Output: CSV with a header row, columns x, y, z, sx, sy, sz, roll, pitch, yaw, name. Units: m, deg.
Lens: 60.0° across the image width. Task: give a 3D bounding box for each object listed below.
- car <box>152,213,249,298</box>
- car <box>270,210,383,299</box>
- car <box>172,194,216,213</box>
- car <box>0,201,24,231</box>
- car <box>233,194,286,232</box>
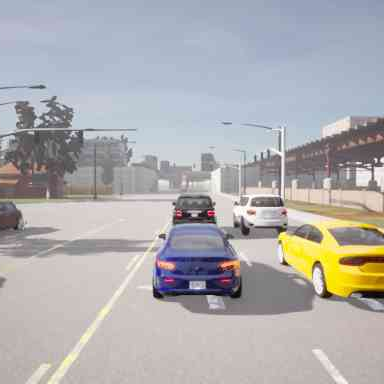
x,y,z,sx,sy,sz,roll,pitch,yaw,name
0.106,1.501,8.306,1.812,1.442,4.674,0,0,0,car
3.606,1.452,8.482,1.882,1.535,5.008,0,0,0,car
0.113,1.130,17.821,2.150,2.045,5.566,0,0,0,car
-10.551,1.268,16.831,2.097,1.767,4.553,0,0,0,car
3.611,1.130,18.316,2.150,2.045,5.566,0,0,0,car
